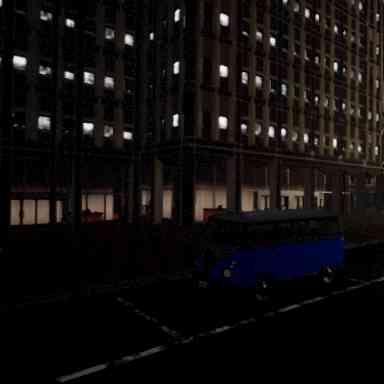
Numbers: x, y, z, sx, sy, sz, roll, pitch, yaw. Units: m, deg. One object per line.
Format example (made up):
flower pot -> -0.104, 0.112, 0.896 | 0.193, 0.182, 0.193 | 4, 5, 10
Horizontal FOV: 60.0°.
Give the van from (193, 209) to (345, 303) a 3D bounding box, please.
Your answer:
van -> 1.942, 1.342, 7.924 | 3.998, 1.788, 1.690 | 0, 1, -35
